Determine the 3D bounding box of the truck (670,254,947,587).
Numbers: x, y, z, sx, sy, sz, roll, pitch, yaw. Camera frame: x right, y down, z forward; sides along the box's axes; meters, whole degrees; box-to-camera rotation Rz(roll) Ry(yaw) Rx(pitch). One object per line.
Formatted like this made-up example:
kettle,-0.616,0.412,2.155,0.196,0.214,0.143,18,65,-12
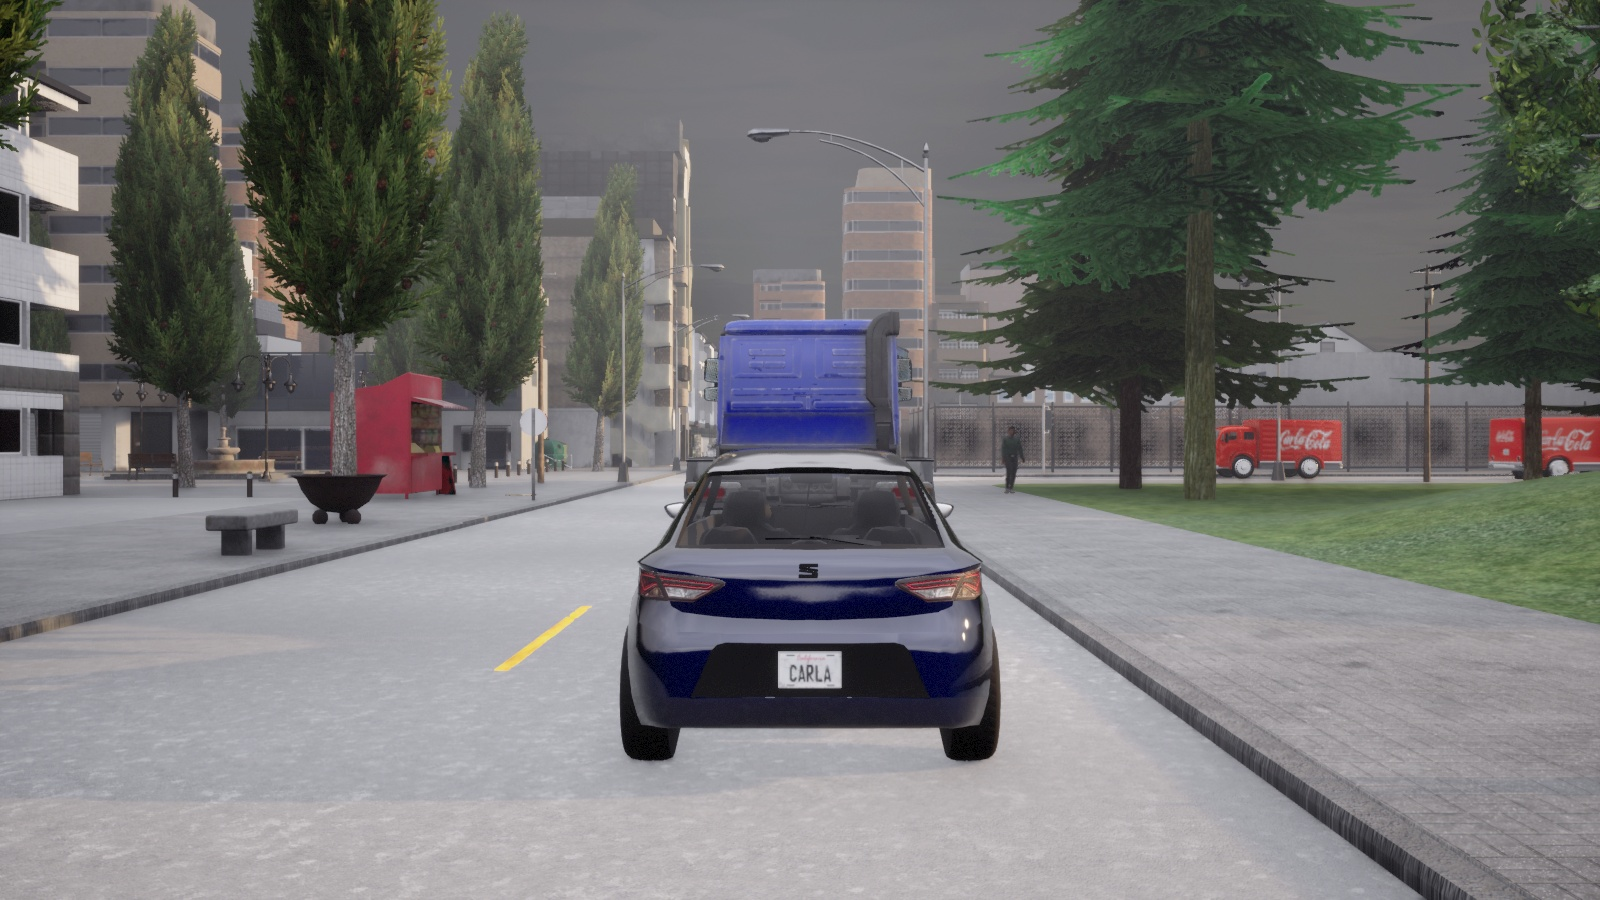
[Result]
truck,0.111,-0.332,17.048,2.891,3.462,7.936,0,0,0

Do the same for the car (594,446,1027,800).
car,0.054,0.719,7.360,1.816,1.474,4.193,0,0,0

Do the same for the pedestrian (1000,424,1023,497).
pedestrian,5.714,0.269,33.942,0.423,1.949,0.788,0,0,-3

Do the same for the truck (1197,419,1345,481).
truck,19.718,-0.012,52.764,5.204,2.467,2.627,1,0,0

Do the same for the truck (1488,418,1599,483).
truck,29.997,0.010,48.718,5.204,2.467,2.627,0,0,0
